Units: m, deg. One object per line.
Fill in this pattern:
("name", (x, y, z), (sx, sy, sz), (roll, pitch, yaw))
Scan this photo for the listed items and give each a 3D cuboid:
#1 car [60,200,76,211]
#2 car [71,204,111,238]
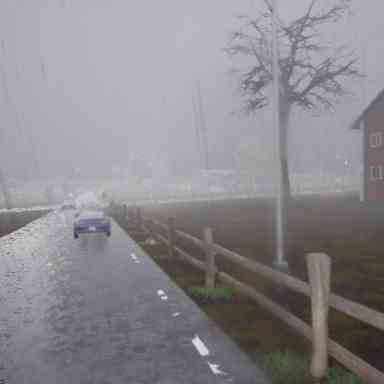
("car", (-17.115, 1.813, 46.251), (1.812, 1.442, 4.674), (-1, 0, -17))
("car", (-5.544, 1.634, 18.527), (1.812, 1.442, 4.674), (-1, 0, -17))
